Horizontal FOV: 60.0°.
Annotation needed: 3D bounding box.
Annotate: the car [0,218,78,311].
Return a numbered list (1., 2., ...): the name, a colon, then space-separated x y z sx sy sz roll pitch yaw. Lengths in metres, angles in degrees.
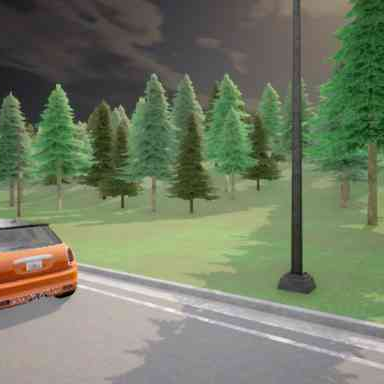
1. car: -4.586 1.351 7.265 4.553 1.767 2.097 0 0 36
